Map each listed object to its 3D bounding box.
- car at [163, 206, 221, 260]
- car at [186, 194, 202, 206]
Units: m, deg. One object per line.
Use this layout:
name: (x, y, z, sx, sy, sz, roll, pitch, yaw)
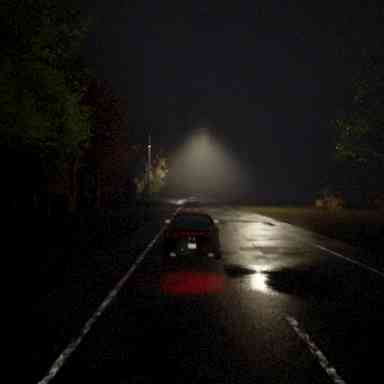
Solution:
car: (0.002, 1.492, 12.568, 1.882, 1.535, 5.008, 0, 0, 0)
car: (0.005, 1.532, 51.622, 2.128, 1.511, 4.902, 0, 0, 0)
